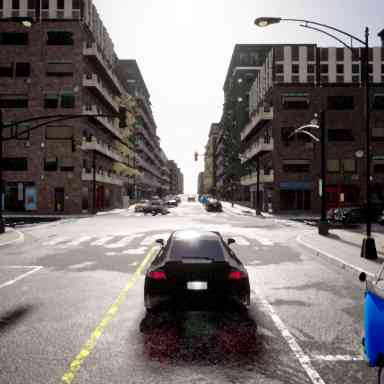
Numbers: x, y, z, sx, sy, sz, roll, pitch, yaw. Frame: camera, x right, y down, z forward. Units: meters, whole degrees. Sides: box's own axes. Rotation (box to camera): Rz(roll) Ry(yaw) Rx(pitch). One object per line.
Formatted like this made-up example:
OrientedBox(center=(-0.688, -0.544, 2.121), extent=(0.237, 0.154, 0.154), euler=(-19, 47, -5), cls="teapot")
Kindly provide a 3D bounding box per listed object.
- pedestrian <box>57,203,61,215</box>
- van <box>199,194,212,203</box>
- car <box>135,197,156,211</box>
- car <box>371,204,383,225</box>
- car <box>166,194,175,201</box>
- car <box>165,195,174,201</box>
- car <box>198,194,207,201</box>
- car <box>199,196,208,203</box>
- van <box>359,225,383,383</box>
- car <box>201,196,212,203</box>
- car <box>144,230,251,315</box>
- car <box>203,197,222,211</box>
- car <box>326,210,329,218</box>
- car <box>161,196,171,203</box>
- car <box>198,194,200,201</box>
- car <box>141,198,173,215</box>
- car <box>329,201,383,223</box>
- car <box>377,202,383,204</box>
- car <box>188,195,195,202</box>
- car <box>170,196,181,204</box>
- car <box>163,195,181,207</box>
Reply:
OrientedBox(center=(-12.590, 1.597, 31.437), extent=(0.500, 1.100, 0.500), euler=(0, -1, 1), cls="pedestrian")
OrientedBox(center=(2.614, 1.362, 56.954), extent=(1.690, 1.788, 3.998), euler=(1, 0, 0), cls="van")
OrientedBox(center=(-5.741, 1.539, 39.843), extent=(1.752, 1.417, 4.829), euler=(1, 0, 0), cls="car")
OrientedBox(center=(13.506, 1.583, 19.848), extent=(4.313, 1.339, 1.947), euler=(0, -1, 1), cls="car")
OrientedBox(center=(-5.823, 1.480, 90.797), extent=(1.967, 1.590, 4.097), euler=(1, 0, 0), cls="car")
OrientedBox(center=(-5.816, 1.587, 85.154), extent=(2.008, 1.369, 4.403), euler=(1, 0, 0), cls="car")
OrientedBox(center=(2.568, 1.352, 85.167), extent=(2.192, 1.841, 5.009), euler=(1, 0, 0), cls="car")
OrientedBox(center=(2.582, 1.612, 73.882), extent=(1.802, 1.307, 4.206), euler=(1, 0, 0), cls="car")
OrientedBox(center=(2.670, 1.342, 2.080), extent=(1.690, 1.788, 3.998), euler=(1, 0, 0), cls="van")
OrientedBox(center=(2.629, 1.567, 45.669), extent=(2.008, 1.369, 4.403), euler=(1, 0, 0), cls="car")
OrientedBox(center=(0.088, 1.566, 7.683), extent=(1.994, 1.385, 4.181), euler=(0, 0, 0), cls="car")
OrientedBox(center=(2.638, 1.580, 40.027), extent=(1.947, 1.339, 4.313), euler=(1, 0, 0), cls="car")
OrientedBox(center=(13.596, 1.608, 28.229), extent=(4.097, 1.590, 1.967), euler=(0, -1, 1), cls="car")
OrientedBox(center=(-5.797, 1.575, 73.869), extent=(1.887, 1.381, 4.507), euler=(1, 0, 0), cls="car")
OrientedBox(center=(2.592, 1.552, 68.409), extent=(1.752, 1.417, 4.829), euler=(1, 0, 0), cls="car")
OrientedBox(center=(-3.552, 1.612, 34.274), extent=(1.895, 1.301, 4.718), euler=(0, 0, 5), cls="car")
OrientedBox(center=(13.492, 1.473, 25.640), extent=(4.553, 1.767, 2.097), euler=(0, -1, 1), cls="car")
OrientedBox(center=(15.431, 1.599, 22.416), extent=(4.674, 1.442, 1.812), euler=(0, -1, 1), cls="car")
OrientedBox(center=(-0.131, 1.559, 80.557), extent=(2.128, 1.511, 4.902), euler=(0, 0, 0), cls="car")
OrientedBox(center=(-3.142, 1.503, 65.291), extent=(1.882, 1.535, 5.008), euler=(0, 0, 0), cls="car")
OrientedBox(center=(-3.175, 1.583, 51.133), extent=(1.994, 1.385, 4.181), euler=(0, 0, 0), cls="car")
